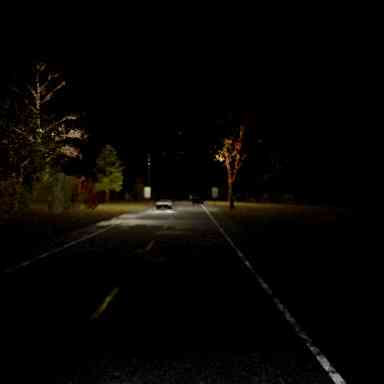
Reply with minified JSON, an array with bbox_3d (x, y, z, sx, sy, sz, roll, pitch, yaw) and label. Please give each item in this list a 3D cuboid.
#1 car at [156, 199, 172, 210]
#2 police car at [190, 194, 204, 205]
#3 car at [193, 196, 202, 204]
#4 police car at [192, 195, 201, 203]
[{"bbox_3d":[-3.596,1.622,43.223,1.895,1.301,4.718,0,0,0],"label":"car"},{"bbox_3d":[1.040,1.449,58.184,1.930,1.638,5.238,0,0,0],"label":"police car"},{"bbox_3d":[1.049,1.529,68.068,1.837,1.490,4.892,0,0,0],"label":"car"},{"bbox_3d":[1.062,1.448,74.177,1.930,1.638,5.238,0,0,0],"label":"police car"}]
